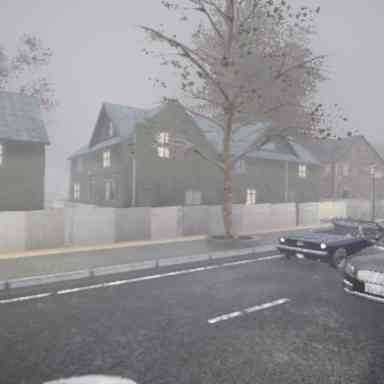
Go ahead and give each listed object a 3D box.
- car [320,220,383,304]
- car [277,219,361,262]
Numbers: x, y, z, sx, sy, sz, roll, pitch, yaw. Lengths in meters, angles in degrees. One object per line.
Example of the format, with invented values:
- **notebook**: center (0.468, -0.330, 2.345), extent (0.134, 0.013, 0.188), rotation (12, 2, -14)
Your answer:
- **car**: center (5.315, 1.492, 7.402), extent (4.902, 1.511, 2.128), rotation (0, 0, -35)
- **car**: center (5.037, 1.600, 11.172), extent (4.718, 1.301, 1.895), rotation (0, 0, -35)
